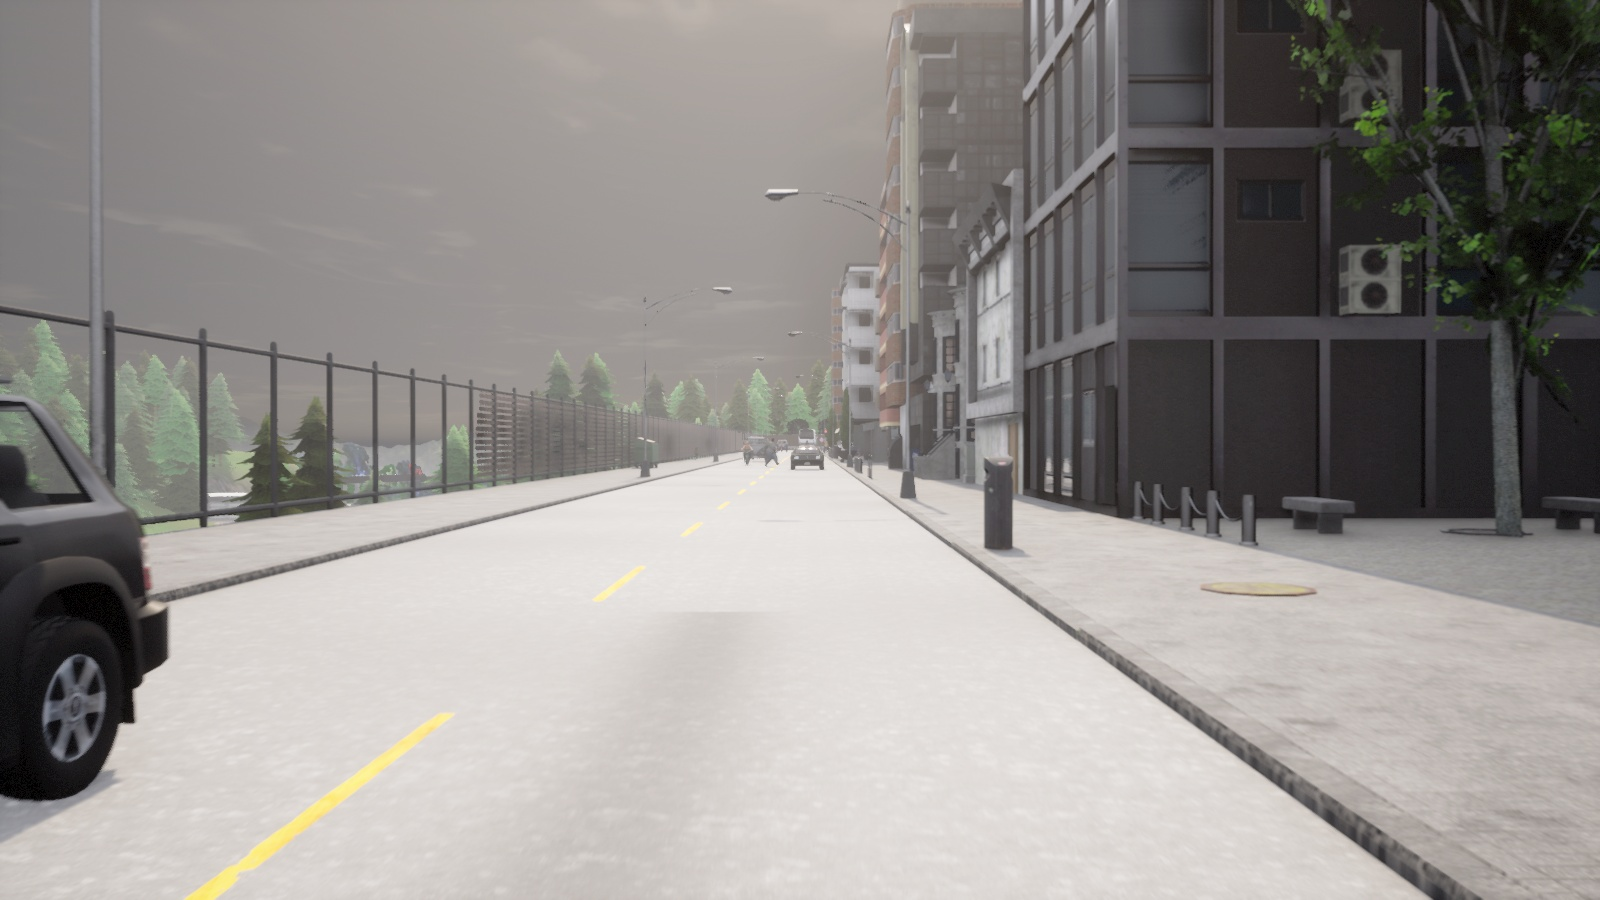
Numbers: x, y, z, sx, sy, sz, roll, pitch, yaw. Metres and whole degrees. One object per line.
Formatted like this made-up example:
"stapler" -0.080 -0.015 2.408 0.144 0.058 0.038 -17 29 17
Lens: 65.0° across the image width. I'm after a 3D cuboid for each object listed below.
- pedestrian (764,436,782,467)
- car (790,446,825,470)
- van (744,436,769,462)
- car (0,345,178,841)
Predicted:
"pedestrian" -1.677 0.093 77.229 0.900 1.855 0.874 0 0 13
"car" 0.412 0.446 71.235 1.895 1.301 4.718 0 0 0
"van" -3.433 -0.061 98.874 1.775 1.987 4.442 0 0 0
"car" -3.962 0.539 3.721 1.932 1.855 4.605 0 0 0
